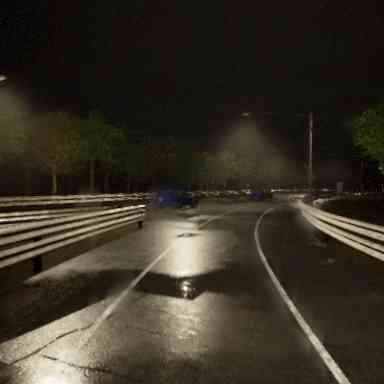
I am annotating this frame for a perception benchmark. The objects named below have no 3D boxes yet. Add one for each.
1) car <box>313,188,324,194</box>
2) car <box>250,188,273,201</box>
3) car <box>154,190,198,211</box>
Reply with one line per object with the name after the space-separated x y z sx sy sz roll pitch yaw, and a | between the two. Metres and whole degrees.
32.583 -0.141 85.496 2.097 1.767 4.553 1 1 34 | car
11.319 0.397 53.929 2.150 2.045 5.566 1 2 34 | car
-1.590 0.826 34.717 2.150 2.045 5.566 1 2 34 | car
